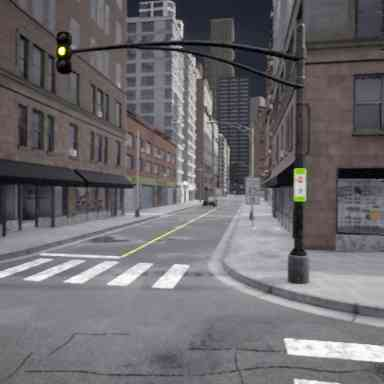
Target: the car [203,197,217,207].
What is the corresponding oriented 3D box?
[{"bbox_3d":[2.821,1.460,51.213,1.882,1.535,5.008,0,0,10],"label":"car"}]
